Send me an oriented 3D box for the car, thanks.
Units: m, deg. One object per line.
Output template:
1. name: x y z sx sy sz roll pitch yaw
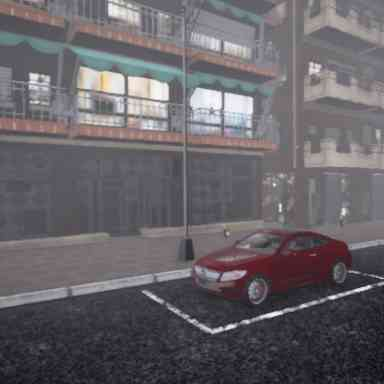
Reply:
1. car: 1.973 1.507 7.656 4.206 1.307 1.802 0 0 -33
